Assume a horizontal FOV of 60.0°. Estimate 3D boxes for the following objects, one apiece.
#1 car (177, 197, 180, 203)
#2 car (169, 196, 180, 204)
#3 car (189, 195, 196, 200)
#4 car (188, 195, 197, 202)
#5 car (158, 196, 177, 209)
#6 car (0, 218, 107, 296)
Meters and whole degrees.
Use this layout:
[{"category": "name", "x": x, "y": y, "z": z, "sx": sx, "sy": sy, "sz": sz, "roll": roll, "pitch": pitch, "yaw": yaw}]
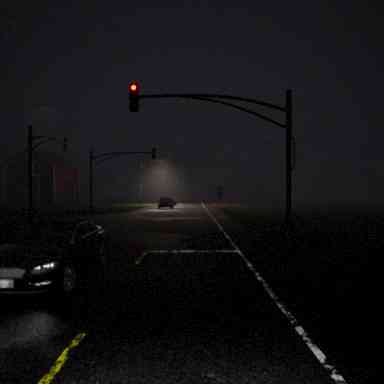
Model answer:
[{"category": "car", "x": -3.487, "y": 1.477, "z": 55.064, "sx": 1.812, "sy": 1.442, "sz": 4.674, "roll": 0, "pitch": 0, "yaw": 1}, {"category": "car", "x": -3.433, "y": 1.536, "z": 64.992, "sx": 1.895, "sy": 1.301, "sz": 4.718, "roll": 0, "pitch": 0, "yaw": 1}, {"category": "car", "x": 0.147, "y": 1.440, "z": 86.669, "sx": 1.994, "sy": 1.385, "sz": 4.181, "roll": 0, "pitch": 0, "yaw": 0}, {"category": "car", "x": 0.130, "y": 1.399, "z": 71.807, "sx": 1.882, "sy": 1.535, "sz": 5.008, "roll": 0, "pitch": 0, "yaw": 0}, {"category": "car", "x": -3.513, "y": 1.443, "z": 45.201, "sx": 1.882, "sy": 1.535, "sz": 5.008, "roll": 0, "pitch": 0, "yaw": 0}, {"category": "car", "x": -3.605, "y": 1.489, "z": 8.803, "sx": 2.128, "sy": 1.511, "sz": 4.902, "roll": 0, "pitch": 0, "yaw": -1}]
